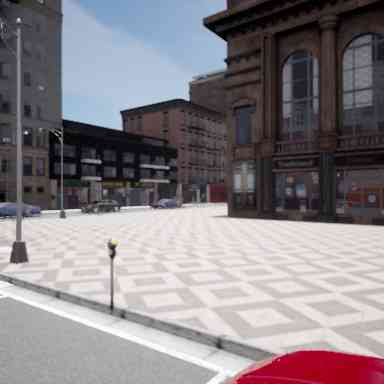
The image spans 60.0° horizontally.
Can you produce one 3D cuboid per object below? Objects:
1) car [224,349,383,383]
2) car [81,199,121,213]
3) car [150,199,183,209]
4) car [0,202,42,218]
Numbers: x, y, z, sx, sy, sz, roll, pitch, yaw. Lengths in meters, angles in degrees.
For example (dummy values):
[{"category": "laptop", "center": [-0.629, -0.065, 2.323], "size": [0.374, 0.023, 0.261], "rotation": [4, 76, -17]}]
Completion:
[{"category": "car", "center": [2.076, 1.541, 1.366], "size": [4.507, 1.381, 1.887], "rotation": [0, 0, 35]}, {"category": "car", "center": [-10.312, 1.593, 37.914], "size": [1.837, 1.490, 4.892], "rotation": [0, 0, 37]}, {"category": "car", "center": [-3.535, 1.644, 47.106], "size": [2.033, 1.411, 5.357], "rotation": [0, 0, 36]}, {"category": "car", "center": [-16.344, 1.630, 29.720], "size": [2.033, 1.411, 5.357], "rotation": [0, 0, 36]}]
